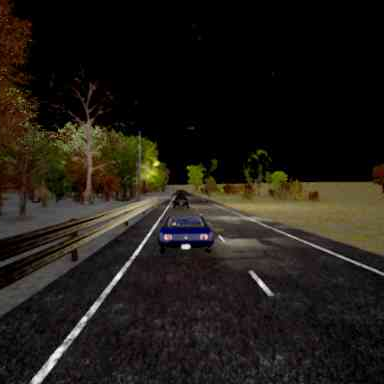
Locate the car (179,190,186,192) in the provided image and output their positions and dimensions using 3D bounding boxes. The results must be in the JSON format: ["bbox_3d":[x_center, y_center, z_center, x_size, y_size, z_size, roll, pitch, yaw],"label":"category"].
[{"bbox_3d":[-3.226,0.997,92.365,1.812,1.442,4.674,0,0,-2],"label":"car"}]

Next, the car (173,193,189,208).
[{"bbox_3d":[-1.399,1.266,43.313,1.882,1.535,5.008,0,0,-2],"label":"car"}]

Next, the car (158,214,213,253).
[{"bbox_3d":[-0.286,1.534,13.378,1.895,1.301,4.718,0,0,-2],"label":"car"}]
